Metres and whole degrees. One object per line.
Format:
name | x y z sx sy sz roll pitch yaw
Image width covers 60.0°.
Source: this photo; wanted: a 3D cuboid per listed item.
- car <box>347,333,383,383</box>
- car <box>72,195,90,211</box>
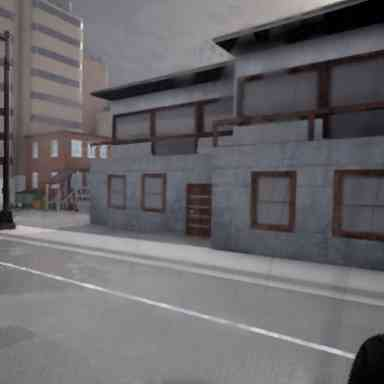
car | 3.057 1.580 1.843 4.181 1.385 1.994 1 0 34
car | -8.548 0.984 28.837 3.806 1.475 1.970 0 0 35
